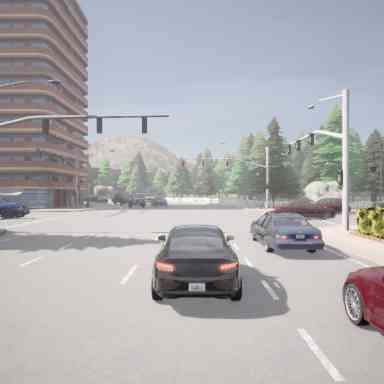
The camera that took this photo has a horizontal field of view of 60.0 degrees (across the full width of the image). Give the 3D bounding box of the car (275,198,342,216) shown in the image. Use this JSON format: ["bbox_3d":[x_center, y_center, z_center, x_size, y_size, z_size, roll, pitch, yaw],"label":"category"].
[{"bbox_3d":[9.423,1.529,27.923,5.008,1.535,1.882,0,0,1],"label":"car"}]

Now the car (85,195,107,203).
[{"bbox_3d":[-18.776,1.352,66.830,4.553,1.767,2.097,0,0,41],"label":"car"}]

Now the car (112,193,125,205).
[{"bbox_3d":[-12.091,1.221,58.380,2.150,2.045,5.566,0,0,-31],"label":"car"}]

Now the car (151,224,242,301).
[{"bbox_3d":[0.104,1.526,8.208,1.812,1.442,4.674,0,0,0],"label":"car"}]

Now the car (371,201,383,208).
[{"bbox_3d":[19.929,1.277,31.497,5.566,2.045,2.150,0,0,0],"label":"car"}]

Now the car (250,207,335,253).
[{"bbox_3d":[3.660,1.547,13.677,2.033,1.411,5.357,0,0,1],"label":"car"}]

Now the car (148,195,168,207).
[{"bbox_3d":[-5.026,1.505,50.676,1.837,1.490,4.892,0,0,-17],"label":"car"}]

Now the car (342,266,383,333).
[{"bbox_3d":[3.602,1.526,4.095,1.812,1.442,4.674,0,0,1],"label":"car"}]

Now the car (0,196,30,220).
[{"bbox_3d":[-16.846,1.277,28.240,5.566,2.045,2.150,0,0,1],"label":"car"}]

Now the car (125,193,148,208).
[{"bbox_3d":[-8.182,1.221,48.777,2.150,2.045,5.566,0,0,-14],"label":"car"}]

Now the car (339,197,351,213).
[{"bbox_3d":[14.131,1.407,35.065,4.553,1.767,2.097,0,0,1],"label":"car"}]
